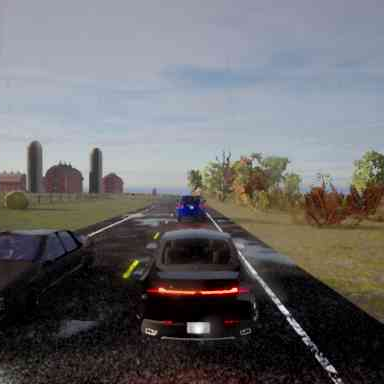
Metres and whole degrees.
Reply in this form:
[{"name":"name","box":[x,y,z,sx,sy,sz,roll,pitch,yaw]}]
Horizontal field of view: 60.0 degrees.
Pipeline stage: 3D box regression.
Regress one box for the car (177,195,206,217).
[{"name":"car","box":[-0.033,1.213,26.430,2.150,2.045,5.566,0,0,-1]}]

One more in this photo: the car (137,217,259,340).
[{"name":"car","box":[0.083,1.502,6.710,1.837,1.490,4.892,0,0,0]}]

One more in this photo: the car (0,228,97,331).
[{"name":"car","box":[-3.614,1.544,7.304,2.033,1.411,5.357,0,0,0]}]
